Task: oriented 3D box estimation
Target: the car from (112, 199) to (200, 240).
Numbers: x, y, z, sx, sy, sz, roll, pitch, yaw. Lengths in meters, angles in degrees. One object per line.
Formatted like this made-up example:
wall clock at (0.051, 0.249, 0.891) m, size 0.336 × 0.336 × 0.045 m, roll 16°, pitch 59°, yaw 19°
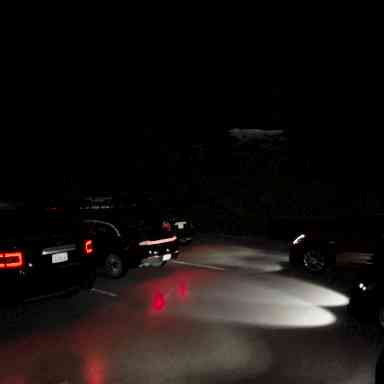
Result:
car at (-2.164, 1.351, 14.090) m, size 4.553 × 1.767 × 2.097 m, roll 0°, pitch 0°, yaw 35°

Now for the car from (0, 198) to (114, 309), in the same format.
car at (-4.508, 1.221, 7.194) m, size 5.566 × 2.045 × 2.150 m, roll 0°, pitch 0°, yaw 33°

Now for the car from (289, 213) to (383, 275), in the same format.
car at (5.023, 1.352, 9.009) m, size 4.553 × 1.767 × 2.097 m, roll 0°, pitch 0°, yaw 36°

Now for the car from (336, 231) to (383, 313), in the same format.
car at (4.650, 1.564, 4.965) m, size 4.181 × 1.385 × 1.994 m, roll 0°, pitch 0°, yaw 36°

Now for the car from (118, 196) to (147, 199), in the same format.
car at (-8.670, 1.405, 49.850) m, size 4.902 × 1.511 × 2.128 m, roll 0°, pitch 0°, yaw -41°

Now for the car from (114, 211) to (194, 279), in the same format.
car at (-2.623, 1.491, 10.121) m, size 4.902 × 1.511 × 2.128 m, roll 0°, pitch 0°, yaw 36°

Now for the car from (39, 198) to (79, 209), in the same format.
car at (-18.119, 1.491, 45.517) m, size 1.895 × 1.301 × 4.718 m, roll 0°, pitch 0°, yaw 43°

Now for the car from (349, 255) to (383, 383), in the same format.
car at (3.599, 1.474, 1.420) m, size 5.008 × 1.535 × 1.882 m, roll 0°, pitch 0°, yaw 35°

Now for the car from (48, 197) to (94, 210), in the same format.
car at (-15.622, 1.453, 43.149) m, size 2.033 × 1.411 × 5.357 m, roll 0°, pitch 0°, yaw 40°
